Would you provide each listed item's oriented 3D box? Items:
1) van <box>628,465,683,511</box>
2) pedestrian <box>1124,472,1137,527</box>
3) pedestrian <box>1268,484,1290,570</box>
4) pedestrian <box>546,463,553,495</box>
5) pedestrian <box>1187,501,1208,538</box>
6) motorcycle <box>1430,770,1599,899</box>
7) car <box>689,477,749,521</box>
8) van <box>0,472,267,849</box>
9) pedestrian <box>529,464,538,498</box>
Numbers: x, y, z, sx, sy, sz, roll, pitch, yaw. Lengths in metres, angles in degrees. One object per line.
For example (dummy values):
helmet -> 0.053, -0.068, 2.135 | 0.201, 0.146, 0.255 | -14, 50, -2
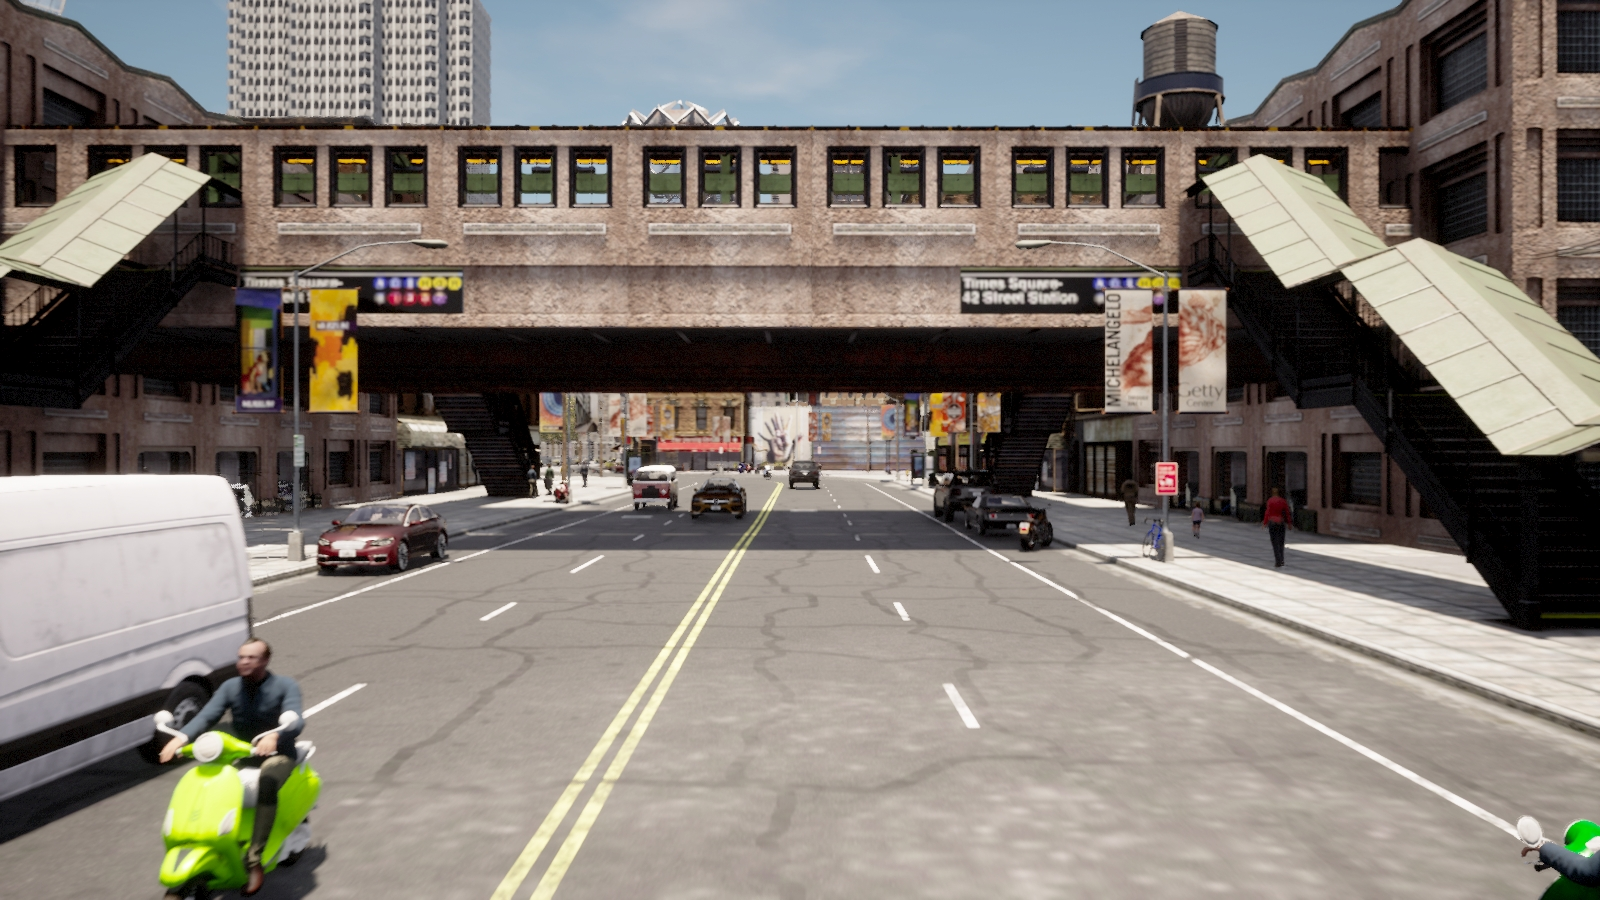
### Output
van -> -6.823, 1.782, 54.293 | 2.069, 2.038, 4.480 | 0, 0, 0
pedestrian -> 11.365, 1.696, 39.273 | 0.375, 1.860, 0.375 | 0, 0, 5
pedestrian -> 10.576, 1.696, 25.231 | 0.375, 1.860, 0.375 | 0, 0, 6
pedestrian -> -14.573, 1.696, 66.440 | 0.375, 1.860, 0.375 | 0, 0, -11
pedestrian -> 11.901, 2.076, 34.205 | 0.500, 1.100, 0.500 | 0, 0, 8
motorcycle -> 3.503, 2.182, 4.674 | 0.856, 1.236, 1.805 | 0, 0, 0
car -> -3.330, 1.992, 47.698 | 2.152, 1.651, 5.027 | 0, 0, 0
van -> -6.600, 1.532, 8.597 | 1.988, 2.561, 5.915 | 0, 1, 5
pedestrian -> -14.491, 1.696, 62.094 | 0.375, 1.860, 0.375 | 0, 0, 16
